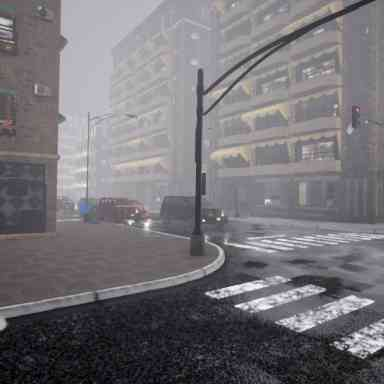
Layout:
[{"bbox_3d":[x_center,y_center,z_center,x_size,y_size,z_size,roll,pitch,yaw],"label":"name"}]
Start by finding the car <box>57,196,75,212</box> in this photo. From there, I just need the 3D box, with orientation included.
[{"bbox_3d":[-15.337,1.368,39.029,2.192,1.841,5.009,1,-1,-35],"label":"car"}]

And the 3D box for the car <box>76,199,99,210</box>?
[{"bbox_3d":[-15.097,1.720,48.028,1.812,1.442,4.674,1,-1,-35],"label":"car"}]

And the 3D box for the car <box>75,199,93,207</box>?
[{"bbox_3d":[-18.621,1.867,57.223,1.802,1.307,4.206,1,-1,-35],"label":"car"}]

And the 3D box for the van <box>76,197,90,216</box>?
[{"bbox_3d":[-8.872,1.354,29.943,1.690,1.788,3.998,1,-1,-35],"label":"van"}]

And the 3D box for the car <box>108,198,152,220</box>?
[{"bbox_3d":[-5.620,1.410,29.635,2.097,1.767,4.553,1,-1,-35],"label":"car"}]

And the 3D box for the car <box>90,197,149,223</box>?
[{"bbox_3d":[-5.638,1.310,25.401,2.192,1.841,5.009,1,-1,-35],"label":"car"}]

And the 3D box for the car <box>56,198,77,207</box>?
[{"bbox_3d":[-21.584,1.787,57.144,2.033,1.411,5.357,1,-1,-35],"label":"car"}]

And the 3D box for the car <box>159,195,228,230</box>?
[{"bbox_3d":[-0.044,1.249,21.792,2.150,2.045,5.566,1,-1,-36],"label":"car"}]

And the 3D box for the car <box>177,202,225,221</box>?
[{"bbox_3d":[0.679,1.685,30.107,1.752,1.417,4.829,1,-1,-35],"label":"car"}]
